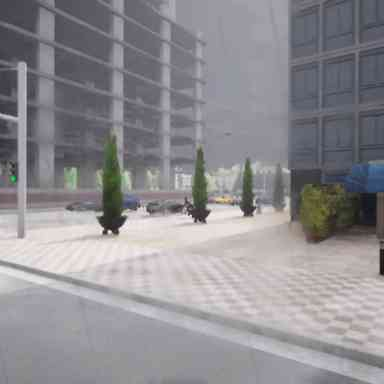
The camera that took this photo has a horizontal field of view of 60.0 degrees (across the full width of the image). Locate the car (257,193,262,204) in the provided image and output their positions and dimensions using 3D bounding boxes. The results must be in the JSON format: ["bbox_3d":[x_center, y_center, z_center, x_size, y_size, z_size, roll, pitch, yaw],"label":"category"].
[{"bbox_3d":[12.844,1.260,57.924,2.097,1.767,4.553,0,0,36],"label":"car"}]

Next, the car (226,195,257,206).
[{"bbox_3d":[7.627,1.509,50.608,1.895,1.301,4.718,0,0,36],"label":"car"}]

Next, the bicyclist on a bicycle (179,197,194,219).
[{"bbox_3d":[-0.365,1.241,25.315,1.656,1.620,0.582,0,0,36],"label":"bicyclist on a bicycle"}]

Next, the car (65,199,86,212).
[{"bbox_3d":[-11.571,1.443,36.245,1.994,1.385,4.181,0,0,36],"label":"car"}]

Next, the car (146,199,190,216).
[{"bbox_3d":[-2.129,1.413,31.056,2.128,1.511,4.902,0,0,36],"label":"car"}]

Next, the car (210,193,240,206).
[{"bbox_3d":[5.488,1.371,53.761,1.882,1.535,5.008,0,0,36],"label":"car"}]

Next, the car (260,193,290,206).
[{"bbox_3d":[13.017,1.414,52.055,2.128,1.511,4.902,0,0,36],"label":"car"}]

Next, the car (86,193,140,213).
[{"bbox_3d":[-7.986,1.114,35.230,2.150,2.045,5.566,0,0,36],"label":"car"}]

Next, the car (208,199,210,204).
[{"bbox_3d":[2.216,1.405,55.220,1.812,1.442,4.674,0,0,36],"label":"car"}]
